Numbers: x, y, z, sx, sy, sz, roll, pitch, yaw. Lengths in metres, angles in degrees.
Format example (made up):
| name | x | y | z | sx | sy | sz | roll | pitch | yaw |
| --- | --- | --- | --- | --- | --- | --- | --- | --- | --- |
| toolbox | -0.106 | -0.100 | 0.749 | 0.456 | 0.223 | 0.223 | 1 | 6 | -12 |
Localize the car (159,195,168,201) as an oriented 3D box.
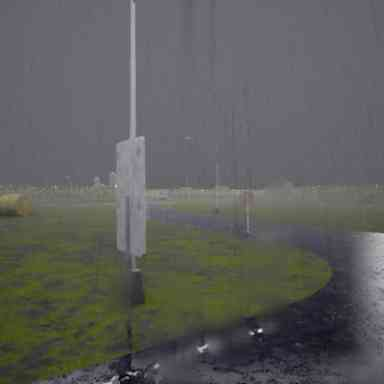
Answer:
| name | x | y | z | sx | sy | sz | roll | pitch | yaw |
| --- | --- | --- | --- | --- | --- | --- | --- | --- | --- |
| car | -8.289 | 1.698 | 93.813 | 1.812 | 1.442 | 4.674 | 0 | 0 | 0 |
